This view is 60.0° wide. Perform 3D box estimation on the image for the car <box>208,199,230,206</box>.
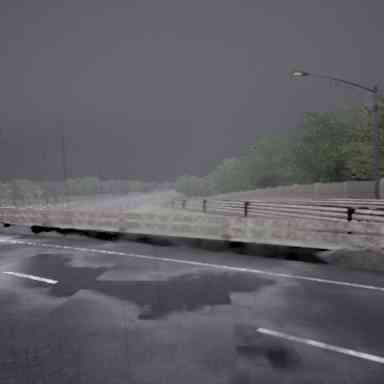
[{"bbox_3d":[3.695,1.720,46.653,2.033,1.411,5.357,-1,-2,-12],"label":"car"}]
